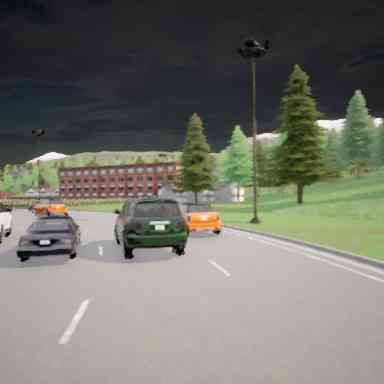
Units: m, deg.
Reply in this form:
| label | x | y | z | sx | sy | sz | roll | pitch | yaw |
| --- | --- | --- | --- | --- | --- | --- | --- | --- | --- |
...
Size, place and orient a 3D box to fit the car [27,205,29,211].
| label | x | y | z | sx | sy | sz | roll | pitch | yaw |
| --- | --- | --- | --- | --- | --- | --- | --- | --- | --- |
| car | -19.576 | 1.831 | 43.470 | 4.674 | 1.442 | 1.812 | -1 | -1 | 33 |

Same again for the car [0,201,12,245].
| label | x | y | z | sx | sy | sz | roll | pitch | yaw |
| --- | --- | --- | --- | --- | --- | --- | --- | --- | --- |
| car | -10.142 | 1.374 | 16.058 | 2.150 | 2.045 | 5.566 | 0 | 0 | -23 |

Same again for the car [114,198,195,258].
| label | x | y | z | sx | sy | sz | roll | pitch | yaw |
| --- | --- | --- | --- | --- | --- | --- | --- | --- | --- |
| car | -1.815 | 1.258 | 13.292 | 2.150 | 2.045 | 5.566 | 0 | 0 | -17 |

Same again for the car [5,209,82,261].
| label | x | y | z | sx | sy | sz | roll | pitch | yaw |
| --- | --- | --- | --- | --- | --- | --- | --- | --- | --- |
| car | -5.327 | 1.632 | 12.828 | 2.033 | 1.411 | 5.357 | -1 | 0 | -17 |

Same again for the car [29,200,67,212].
| label | x | y | z | sx | sy | sz | roll | pitch | yaw |
| --- | --- | --- | --- | --- | --- | --- | --- | --- | --- |
| car | -14.974 | 1.586 | 35.014 | 4.553 | 1.767 | 2.097 | -1 | 0 | 45 |

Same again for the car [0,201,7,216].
| label | x | y | z | sx | sy | sz | roll | pitch | yaw |
| --- | --- | --- | --- | --- | --- | --- | --- | --- | --- |
| car | -23.014 | 1.824 | 37.362 | 5.008 | 1.535 | 1.882 | -1 | -1 | 35 |

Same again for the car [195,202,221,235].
| label | x | y | z | sx | sy | sz | roll | pitch | yaw |
| --- | --- | --- | --- | --- | --- | --- | --- | --- | --- |
| car | -0.135 | 1.371 | 18.640 | 2.097 | 1.767 | 4.553 | -1 | 0 | -20 |
